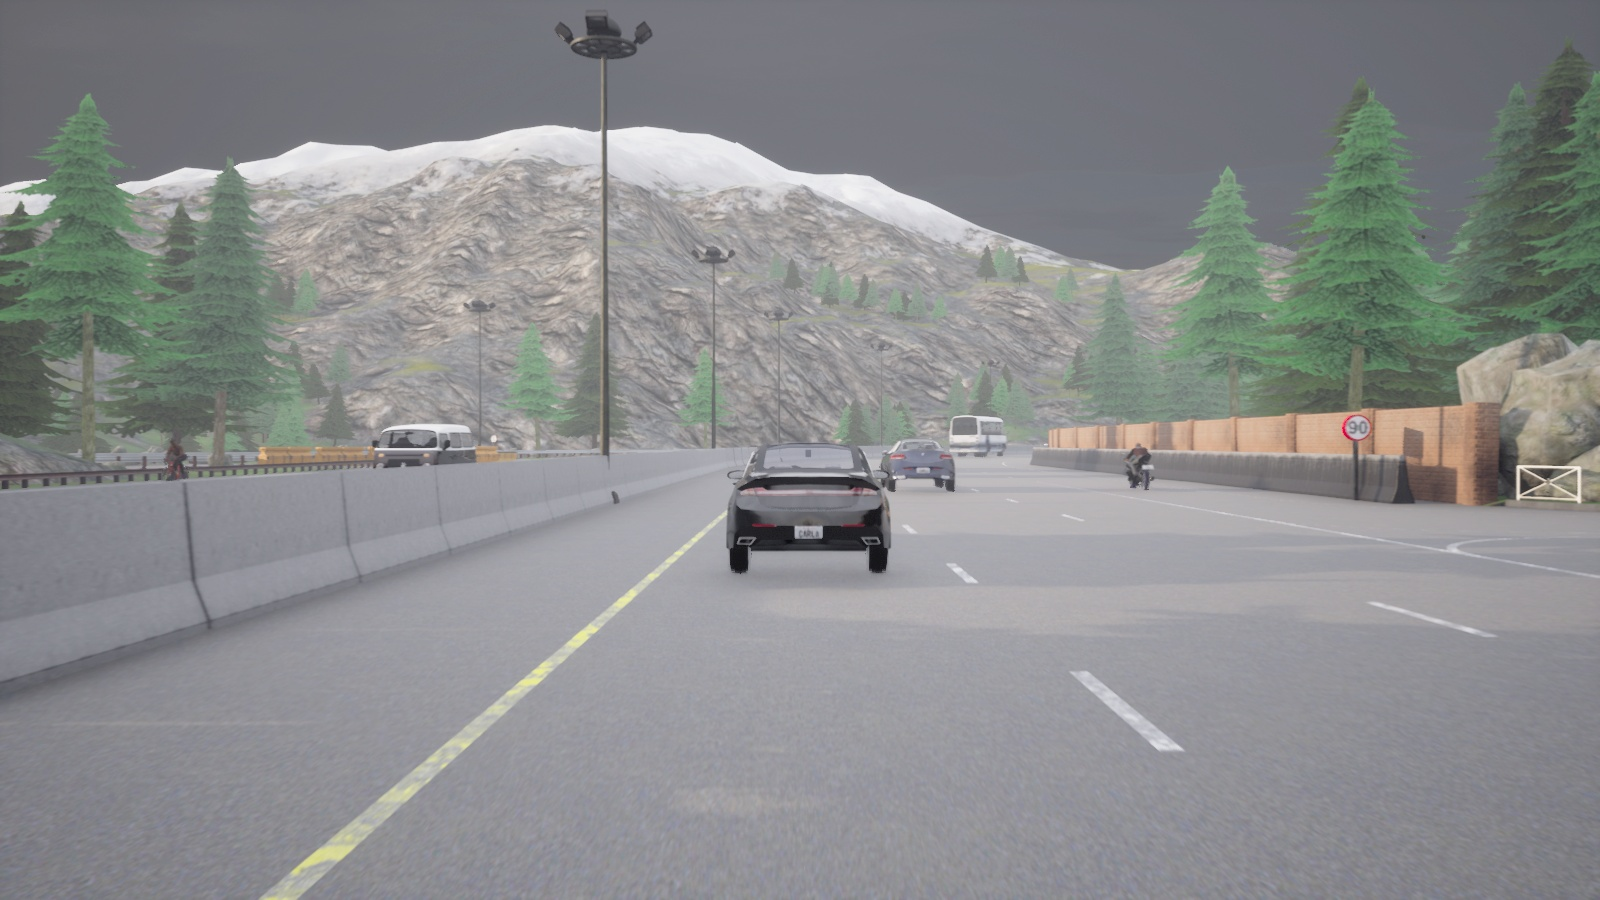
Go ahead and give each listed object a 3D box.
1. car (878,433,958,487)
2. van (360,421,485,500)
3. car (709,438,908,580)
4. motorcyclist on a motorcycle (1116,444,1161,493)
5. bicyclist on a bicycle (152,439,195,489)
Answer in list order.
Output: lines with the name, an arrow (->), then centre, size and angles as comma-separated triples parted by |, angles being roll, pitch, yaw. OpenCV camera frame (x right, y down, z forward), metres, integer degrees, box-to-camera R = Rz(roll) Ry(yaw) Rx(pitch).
car -> 3.747, 0.299, 40.695 | 2.152, 1.651, 5.027 | 0, 0, 0
van -> -10.288, 0.267, 34.623 | 2.069, 2.038, 4.480 | 0, 0, 0
car -> 0.106, 0.613, 15.873 | 2.128, 1.511, 4.902 | 0, 0, 0
motorcyclist on a motorcycle -> 10.744, 0.565, 39.909 | 0.866, 1.530, 2.191 | 0, 0, 1
bicyclist on a bicycle -> -20.748, 0.448, 41.595 | 0.582, 1.620, 1.656 | 0, 1, 0
